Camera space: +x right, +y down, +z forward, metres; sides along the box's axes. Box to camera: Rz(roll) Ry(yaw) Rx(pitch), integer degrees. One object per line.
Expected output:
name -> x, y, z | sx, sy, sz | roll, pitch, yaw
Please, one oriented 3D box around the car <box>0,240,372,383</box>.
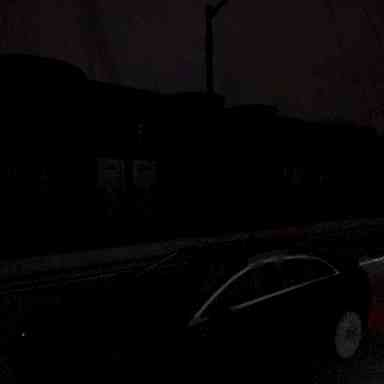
car -> 0.367, 1.454, 4.237 | 4.902, 1.511, 2.128 | -1, 1, -35
